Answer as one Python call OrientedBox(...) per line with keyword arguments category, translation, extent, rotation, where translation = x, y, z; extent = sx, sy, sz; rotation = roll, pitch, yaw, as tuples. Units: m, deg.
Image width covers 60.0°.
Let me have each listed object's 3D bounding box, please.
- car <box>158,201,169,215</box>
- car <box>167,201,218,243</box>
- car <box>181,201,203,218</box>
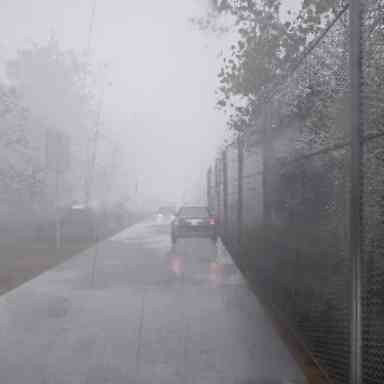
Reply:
OrientedBox(category="car", translation=(-2.896, 1.845, 39.813), extent=(1.882, 1.535, 5.008), rotation=(0, -1, 0))
OrientedBox(category="car", translation=(0.096, 1.400, 16.565), extent=(2.097, 1.767, 4.553), rotation=(0, -1, 0))
OrientedBox(category="car", translation=(0.024, 1.763, 34.473), extent=(2.128, 1.511, 4.902), rotation=(0, -1, 0))
